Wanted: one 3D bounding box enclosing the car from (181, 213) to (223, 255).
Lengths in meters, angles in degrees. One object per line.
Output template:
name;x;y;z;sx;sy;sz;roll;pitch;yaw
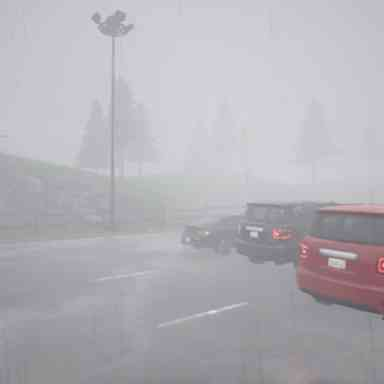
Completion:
car;1.726;1.584;13.573;4.674;1.442;1.812;0;0;-35

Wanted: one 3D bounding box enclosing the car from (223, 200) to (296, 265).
car;3.913;1.282;10.835;5.566;2.045;2.150;0;0;-35

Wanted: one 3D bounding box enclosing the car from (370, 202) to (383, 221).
car;18.175;1.690;29.598;4.902;1.511;2.128;1;0;-35

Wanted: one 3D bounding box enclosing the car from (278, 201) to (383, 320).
car;4.553;1.270;6.994;5.566;2.045;2.150;0;0;-35
